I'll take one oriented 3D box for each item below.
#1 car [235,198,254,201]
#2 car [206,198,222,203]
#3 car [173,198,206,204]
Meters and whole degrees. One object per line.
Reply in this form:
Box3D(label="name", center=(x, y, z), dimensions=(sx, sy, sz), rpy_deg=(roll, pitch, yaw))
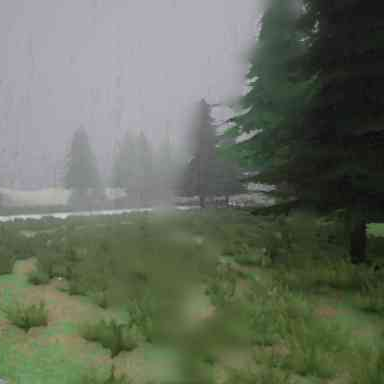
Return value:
Box3D(label="car", center=(9.199, 1.436, 57.360), dimensions=(2.128, 1.511, 4.902), rpy_deg=(1, 0, 35))
Box3D(label="car", center=(3.486, 1.298, 49.110), dimensions=(2.097, 1.767, 4.553), rpy_deg=(1, 0, 36))
Box3D(label="car", center=(-0.602, 1.468, 49.049), dimensions=(2.033, 1.411, 5.357), rpy_deg=(1, 0, 35))
